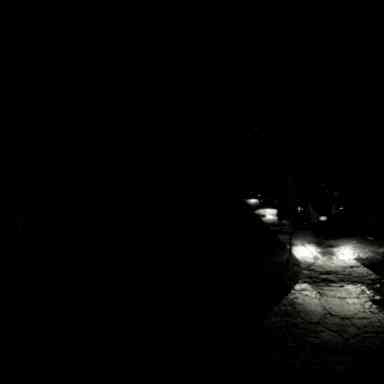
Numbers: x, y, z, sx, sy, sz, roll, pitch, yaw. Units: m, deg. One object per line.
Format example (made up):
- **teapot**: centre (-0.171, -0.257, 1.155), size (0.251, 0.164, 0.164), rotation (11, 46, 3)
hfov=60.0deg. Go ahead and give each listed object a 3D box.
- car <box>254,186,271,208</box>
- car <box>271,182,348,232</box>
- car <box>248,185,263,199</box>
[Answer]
- **car**: centre (6.393, 0.472, 26.420), size (1.994, 1.385, 4.181), rotation (-1, 2, 5)
- **car**: centre (5.313, 0.553, 15.535), size (2.150, 2.045, 5.566), rotation (-1, 2, 6)
- **car**: centre (7.640, -0.100, 38.881), size (1.882, 1.535, 5.008), rotation (-1, 2, 6)
